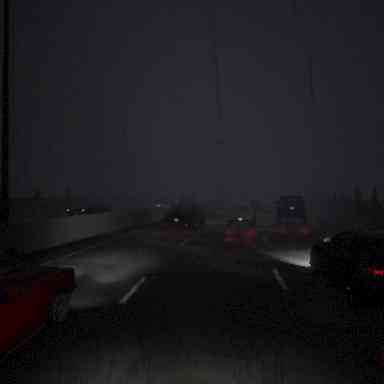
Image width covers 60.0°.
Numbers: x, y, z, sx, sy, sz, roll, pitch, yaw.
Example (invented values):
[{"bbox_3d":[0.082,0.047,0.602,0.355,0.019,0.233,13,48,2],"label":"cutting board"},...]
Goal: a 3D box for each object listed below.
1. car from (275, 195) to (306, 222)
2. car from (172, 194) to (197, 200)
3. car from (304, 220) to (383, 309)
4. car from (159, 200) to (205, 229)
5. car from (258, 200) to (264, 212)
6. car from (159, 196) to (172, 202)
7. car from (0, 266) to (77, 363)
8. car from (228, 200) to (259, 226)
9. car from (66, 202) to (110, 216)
[{"bbox_3d":[7.954,1.290,26.983,2.150,2.045,5.566,0,0,14],"label":"car"},{"bbox_3d":[-0.780,1.366,50.889,2.150,2.045,5.566,0,-1,14],"label":"car"},{"bbox_3d":[4.203,1.581,7.828,1.994,1.385,4.181,0,0,6],"label":"car"},{"bbox_3d":[-0.376,1.510,22.080,1.882,1.535,5.008,0,0,13],"label":"car"},{"bbox_3d":[7.950,1.673,41.801,2.033,1.411,5.357,0,0,14],"label":"car"},{"bbox_3d":[-4.770,1.559,63.955,2.097,1.767,4.553,0,0,14],"label":"car"},{"bbox_3d":[-3.159,1.594,4.081,1.895,1.301,4.718,0,0,3],"label":"car"},{"bbox_3d":[3.711,1.575,24.209,1.812,1.442,4.674,0,0,13],"label":"car"},{"bbox_3d":[-9.418,1.637,30.461,1.895,1.301,4.718,0,0,14],"label":"car"}]
